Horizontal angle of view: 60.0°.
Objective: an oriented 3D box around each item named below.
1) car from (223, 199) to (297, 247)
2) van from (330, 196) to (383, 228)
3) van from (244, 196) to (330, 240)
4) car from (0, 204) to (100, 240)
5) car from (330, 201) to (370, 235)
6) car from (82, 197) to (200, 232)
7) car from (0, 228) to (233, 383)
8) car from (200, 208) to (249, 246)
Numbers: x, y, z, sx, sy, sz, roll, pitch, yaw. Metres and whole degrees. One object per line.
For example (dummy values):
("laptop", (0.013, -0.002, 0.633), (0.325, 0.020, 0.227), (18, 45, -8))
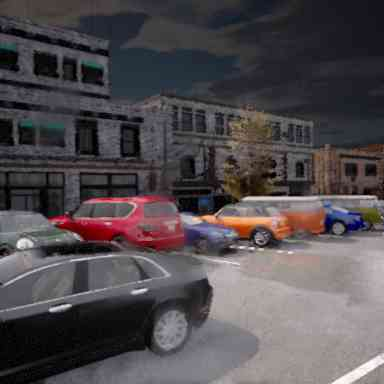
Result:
("car", (2.002, 1.331, 14.989), (4.553, 1.767, 2.185), (-1, 0, 34))
("van", (9.239, 1.220, 20.061), (4.442, 1.987, 1.878), (-1, -1, 34))
("van", (4.267, 1.229, 16.776), (4.442, 1.987, 1.878), (-1, 0, 35))
("car", (-5.205, 1.354, 9.922), (4.553, 1.767, 2.185), (-1, -1, 34))
("car", (6.759, 1.449, 18.411), (5.008, 1.535, 2.097), (-1, 0, 34))
("car", (-2.823, 1.221, 11.615), (5.566, 2.045, 2.435), (-1, 0, 35))
("car", (-1.932, 1.503, 4.456), (4.892, 1.490, 1.837), (0, 0, -35))
("car", (-0.406, 1.504, 13.307), (4.674, 1.452, 2.002), (-1, -1, 35))
